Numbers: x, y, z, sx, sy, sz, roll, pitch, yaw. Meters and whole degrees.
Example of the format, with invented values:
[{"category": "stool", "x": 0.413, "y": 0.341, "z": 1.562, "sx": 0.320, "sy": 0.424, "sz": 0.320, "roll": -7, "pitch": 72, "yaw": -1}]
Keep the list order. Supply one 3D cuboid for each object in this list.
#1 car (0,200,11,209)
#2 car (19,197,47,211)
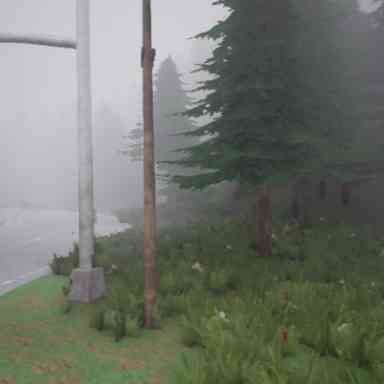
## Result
[{"category": "car", "x": -28.880, "y": 1.821, "z": 48.662, "sx": 4.718, "sy": 1.301, "sz": 1.895, "roll": -1, "pitch": 0, "yaw": 24}, {"category": "car", "x": -20.609, "y": 1.466, "z": 43.080, "sx": 4.553, "sy": 1.767, "sz": 2.097, "roll": -1, "pitch": 0, "yaw": 44}]
